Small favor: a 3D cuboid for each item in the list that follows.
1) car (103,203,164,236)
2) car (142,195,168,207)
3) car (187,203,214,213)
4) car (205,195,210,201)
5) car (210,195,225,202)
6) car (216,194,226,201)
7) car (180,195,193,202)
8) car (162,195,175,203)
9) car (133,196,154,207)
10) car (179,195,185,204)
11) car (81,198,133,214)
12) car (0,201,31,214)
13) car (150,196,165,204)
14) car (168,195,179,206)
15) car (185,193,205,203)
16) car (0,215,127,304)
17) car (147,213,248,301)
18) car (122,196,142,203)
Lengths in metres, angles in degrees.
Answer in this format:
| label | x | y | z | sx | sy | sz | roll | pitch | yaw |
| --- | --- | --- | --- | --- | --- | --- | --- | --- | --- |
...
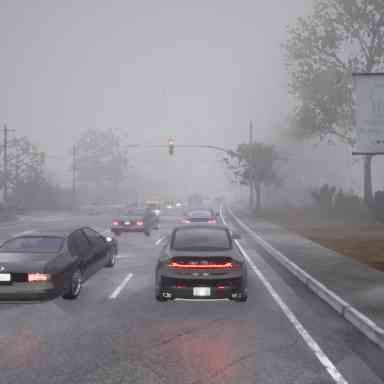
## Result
| label | x | y | z | sx | sy | sz | roll | pitch | yaw |
| --- | --- | --- | --- | --- | --- | --- | --- | --- | --- |
| car | -3.015 | 1.547 | 18.432 | 2.033 | 1.411 | 5.357 | 0 | 0 | 2 |
| car | -4.959 | 1.478 | 45.322 | 1.882 | 1.535 | 5.008 | 0 | 0 | 5 |
| car | 0.458 | 1.526 | 17.530 | 1.812 | 1.442 | 4.674 | 0 | 0 | 4 |
| car | 3.991 | 1.500 | 85.495 | 1.837 | 1.490 | 4.892 | 0 | 0 | 10 |
| car | 5.848 | 1.519 | 75.269 | 1.812 | 1.442 | 4.674 | 0 | 0 | 9 |
| car | 7.525 | 1.393 | 85.393 | 2.128 | 1.511 | 4.902 | 0 | 0 | 10 |
| car | -1.236 | 1.524 | 75.280 | 2.128 | 1.511 | 4.902 | 0 | 0 | 9 |
| car | -5.060 | 1.500 | 73.368 | 1.837 | 1.490 | 4.892 | 0 | 0 | 8 |
| car | -7.679 | 1.491 | 53.280 | 2.128 | 1.511 | 4.902 | 0 | 0 | 6 |
| car | -2.704 | 1.491 | 65.114 | 2.128 | 1.511 | 4.902 | 0 | 0 | 8 |
| car | -8.872 | 1.601 | 34.364 | 4.718 | 1.301 | 1.895 | 0 | 0 | -6 |
| car | -19.247 | 1.601 | 34.291 | 4.718 | 1.301 | 1.895 | 0 | 0 | 6 |
| car | -6.493 | 1.526 | 63.159 | 1.812 | 1.442 | 4.674 | 0 | 0 | 8 |
| car | -3.948 | 1.564 | 55.206 | 1.994 | 1.385 | 4.181 | 0 | 0 | 6 |
| car | 0.567 | 1.221 | 61.941 | 2.150 | 2.045 | 5.566 | 0 | 0 | 7 |
| car | -3.298 | 1.547 | 8.365 | 2.033 | 1.411 | 5.357 | 0 | 0 | 1 |
| car | 0.214 | 1.505 | 8.283 | 1.837 | 1.490 | 4.892 | 0 | 0 | 1 |
| car | -8.557 | 1.352 | 44.333 | 2.097 | 1.767 | 4.553 | 0 | 0 | 5 |
